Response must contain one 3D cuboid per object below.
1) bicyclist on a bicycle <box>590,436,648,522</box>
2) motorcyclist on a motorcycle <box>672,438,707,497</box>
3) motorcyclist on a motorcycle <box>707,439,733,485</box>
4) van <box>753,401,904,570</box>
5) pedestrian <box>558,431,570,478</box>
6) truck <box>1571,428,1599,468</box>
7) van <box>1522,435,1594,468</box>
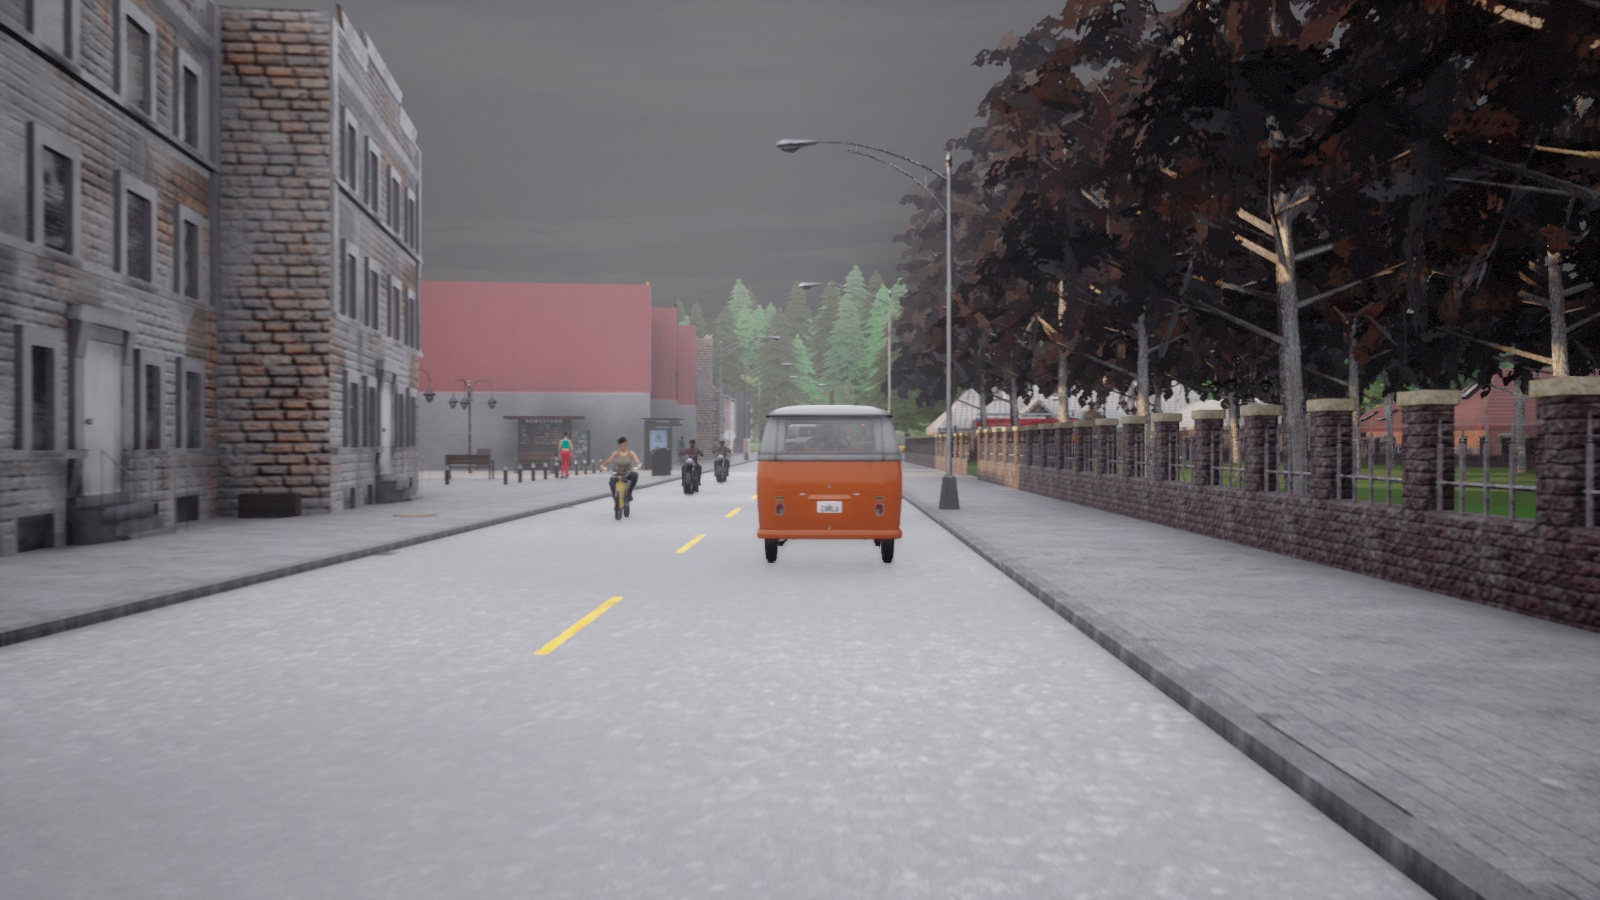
[{"bbox_3d":[-3.475,0.543,24.217,0.866,1.612,1.509,0,0,1],"label":"bicyclist on a bicycle"},{"bbox_3d":[-3.211,0.487,36.667,0.766,1.649,2.350,0,0,1],"label":"motorcyclist on a motorcycle"},{"bbox_3d":[-2.984,0.428,47.155,0.766,1.649,2.350,0,0,1],"label":"motorcyclist on a motorcycle"},{"bbox_3d":[0.382,0.404,17.024,1.775,1.987,4.442,0,0,1],"label":"van"},{"bbox_3d":[-9.131,0.173,48.605,0.345,1.836,0.594,0,0,1],"label":"pedestrian"},{"bbox_3d":[51.023,-0.133,78.395,2.627,2.467,5.204,0,0,1],"label":"truck"},{"bbox_3d":[46.974,0.105,77.893,1.775,1.987,4.442,0,0,0],"label":"van"}]
